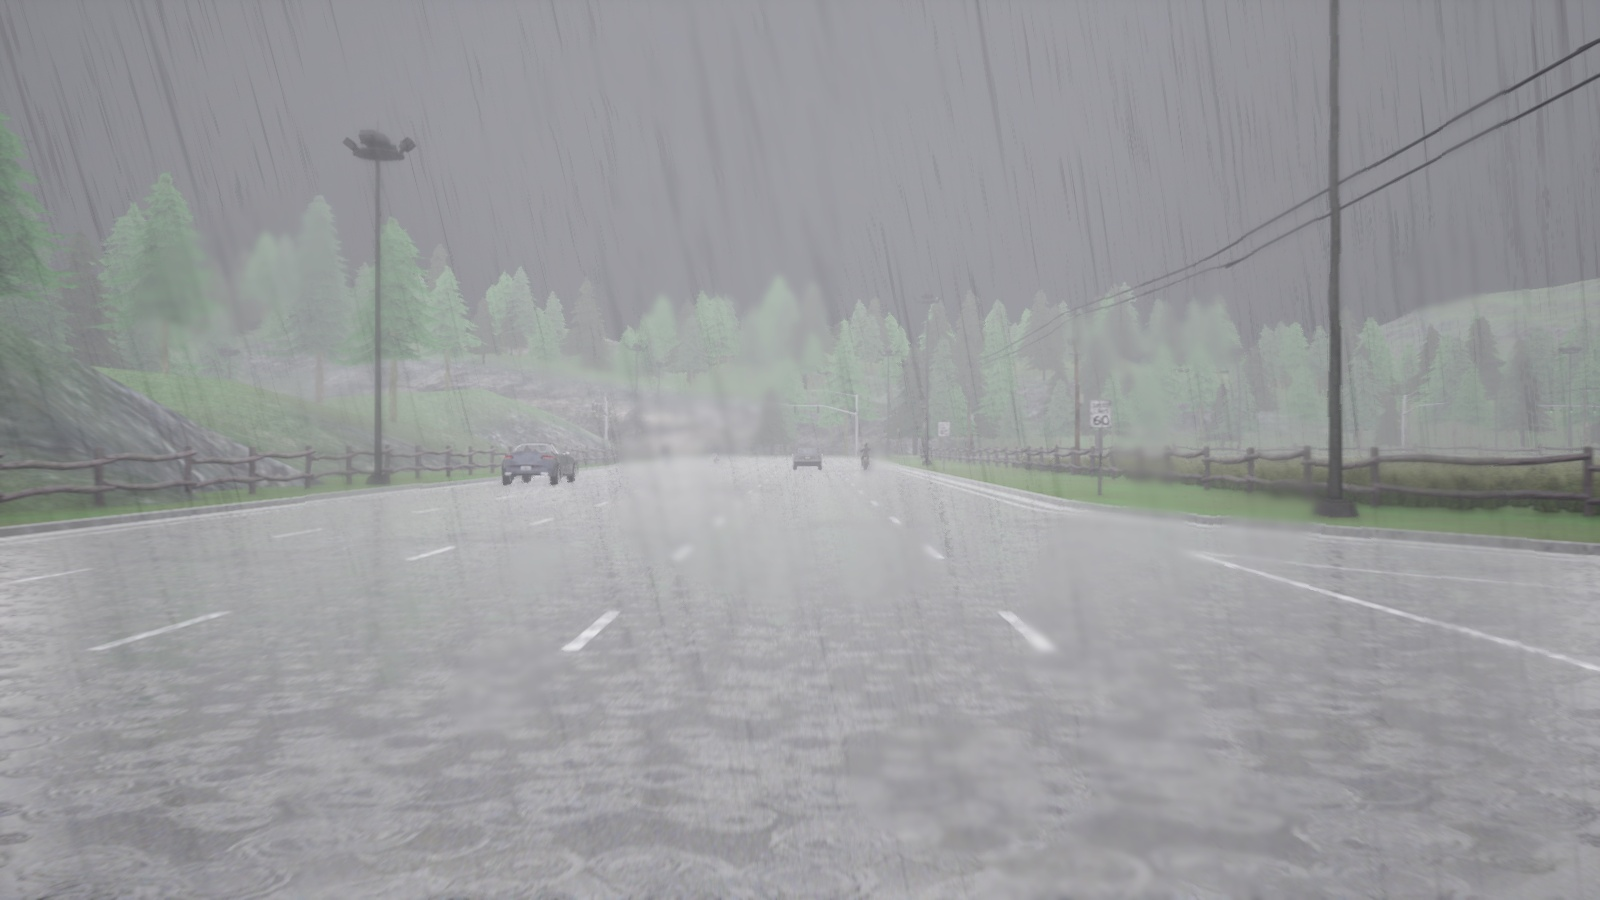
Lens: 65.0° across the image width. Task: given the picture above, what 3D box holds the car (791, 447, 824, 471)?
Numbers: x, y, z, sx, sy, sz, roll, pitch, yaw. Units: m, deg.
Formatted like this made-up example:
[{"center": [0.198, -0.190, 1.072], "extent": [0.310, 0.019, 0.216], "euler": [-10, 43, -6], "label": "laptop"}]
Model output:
[{"center": [0.467, 0.540, 78.941], "extent": [2.033, 1.411, 5.357], "euler": [0, 0, 0], "label": "car"}]

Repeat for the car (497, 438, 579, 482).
[{"center": [-10.203, 0.358, 49.236], "extent": [2.152, 1.651, 5.027], "euler": [0, 0, 0], "label": "car"}]
